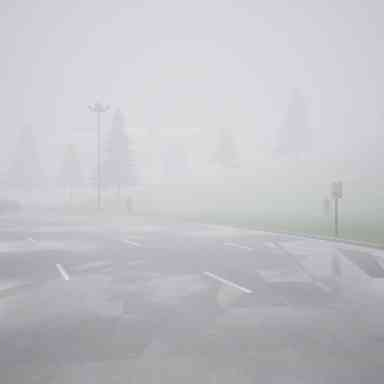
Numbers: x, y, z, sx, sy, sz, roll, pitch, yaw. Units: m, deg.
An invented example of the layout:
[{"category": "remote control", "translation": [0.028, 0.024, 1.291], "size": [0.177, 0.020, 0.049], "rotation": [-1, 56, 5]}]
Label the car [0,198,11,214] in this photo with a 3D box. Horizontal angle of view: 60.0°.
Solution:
[{"category": "car", "translation": [-20.816, 1.526, 33.536], "size": [4.674, 1.442, 1.812], "rotation": [0, 0, 28]}]

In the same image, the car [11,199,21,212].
[{"category": "car", "translation": [-21.693, 1.505, 37.825], "size": [4.892, 1.490, 1.837], "rotation": [0, 0, 26]}]

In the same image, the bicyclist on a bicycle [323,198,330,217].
[{"category": "bicyclist on a bicycle", "translation": [11.521, 1.312, 28.480], "size": [0.582, 1.620, 1.656], "rotation": [0, -2, 16]}]

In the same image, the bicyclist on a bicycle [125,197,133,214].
[{"category": "bicyclist on a bicycle", "translation": [-6.088, 1.303, 32.245], "size": [0.582, 1.620, 1.656], "rotation": [0, -2, -33]}]
